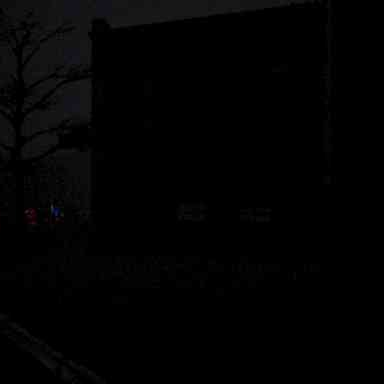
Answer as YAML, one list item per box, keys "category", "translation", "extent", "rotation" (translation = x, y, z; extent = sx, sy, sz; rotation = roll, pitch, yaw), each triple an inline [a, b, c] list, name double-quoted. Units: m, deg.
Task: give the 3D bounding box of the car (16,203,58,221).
- category: "car"
  translation: [-16.396, 2.063, 34.880]
  extent: [2.097, 1.767, 4.553]
  rotation: [0, -1, 3]

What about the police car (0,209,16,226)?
- category: "police car"
  translation: [-15.745, 1.962, 25.712]
  extent: [1.930, 1.638, 5.238]
  rotation: [0, -1, -11]

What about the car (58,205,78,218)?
- category: "car"
  translation: [-15.756, 2.349, 40.475]
  extent: [1.812, 1.442, 4.674]
  rotation: [0, -1, 11]
